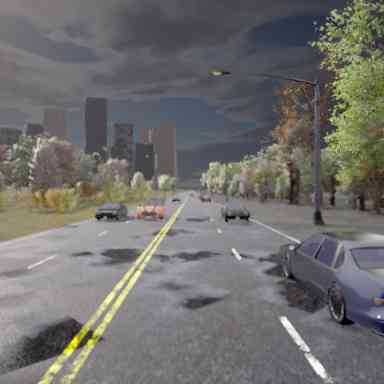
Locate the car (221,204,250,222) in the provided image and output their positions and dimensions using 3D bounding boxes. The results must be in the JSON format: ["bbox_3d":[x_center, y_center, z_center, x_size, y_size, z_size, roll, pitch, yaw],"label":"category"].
[{"bbox_3d":[3.343,1.633,26.540,1.895,1.301,4.718,0,0,0],"label":"car"}]

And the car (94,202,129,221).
[{"bbox_3d":[-6.604,1.583,28.012,2.033,1.411,5.357,0,0,0],"label":"car"}]

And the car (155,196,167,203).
[{"bbox_3d":[-6.516,1.602,70.139,1.994,1.385,4.181,0,0,0],"label":"car"}]

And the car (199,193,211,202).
[{"bbox_3d":[3.236,1.554,74.519,2.163,1.488,4.792,0,0,0],"label":"car"}]

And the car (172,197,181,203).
[{"bbox_3d":[-3.266,1.645,70.109,1.895,1.301,4.718,0,0,0],"label":"car"}]

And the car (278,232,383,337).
[{"bbox_3d":[3.349,1.559,7.034,2.033,1.411,5.357,0,0,0],"label":"car"}]

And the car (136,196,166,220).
[{"bbox_3d":[-3.351,1.388,28.069,2.097,1.767,4.553,0,0,0],"label":"car"}]
